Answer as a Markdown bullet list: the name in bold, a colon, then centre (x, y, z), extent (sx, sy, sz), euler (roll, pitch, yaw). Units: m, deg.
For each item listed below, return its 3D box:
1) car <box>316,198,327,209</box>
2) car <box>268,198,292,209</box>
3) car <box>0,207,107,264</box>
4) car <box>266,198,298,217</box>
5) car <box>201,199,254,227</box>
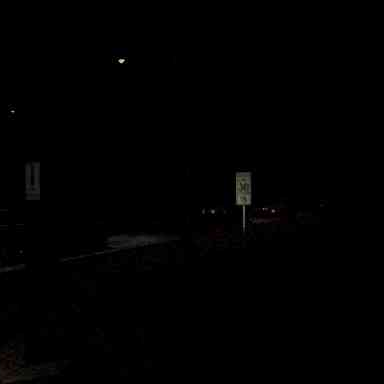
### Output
- **car**: centre (18.274, 1.547, 45.199), extent (1.812, 1.442, 4.674), euler (-1, -1, 35)
- **car**: centre (13.068, 1.613, 49.094), extent (1.812, 1.442, 4.674), euler (-1, -1, 35)
- **car**: centre (-5.292, 1.309, 11.938), extent (2.097, 1.767, 4.553), euler (-1, 0, 35)
- **car**: centre (8.563, 1.515, 31.494), extent (1.812, 1.442, 4.674), euler (-1, -1, 35)
- **car**: centre (2.567, 1.326, 23.032), extent (2.097, 1.767, 4.553), euler (-1, 0, 35)
